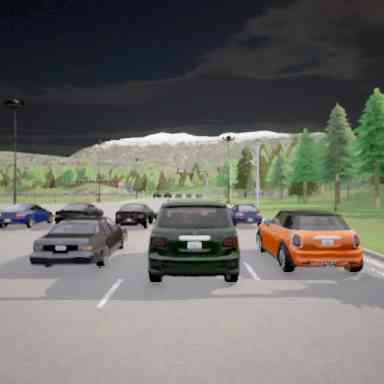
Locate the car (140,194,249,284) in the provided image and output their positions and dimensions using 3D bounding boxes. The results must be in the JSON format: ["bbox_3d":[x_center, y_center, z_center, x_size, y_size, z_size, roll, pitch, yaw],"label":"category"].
[{"bbox_3d":[0.023,1.200,9.681,2.150,2.045,5.566,0,0,-1],"label":"car"}]

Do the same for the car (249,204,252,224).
[{"bbox_3d":[3.408,1.474,21.824,1.812,1.442,4.674,0,0,-1],"label":"car"}]

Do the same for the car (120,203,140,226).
[{"bbox_3d":[-3.589,1.429,21.284,1.882,1.535,5.008,0,0,0],"label":"car"}]

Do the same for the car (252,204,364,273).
[{"bbox_3d":[3.503,1.326,10.747,2.097,1.767,4.553,0,0,0],"label":"car"}]

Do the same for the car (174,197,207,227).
[{"bbox_3d":[-0.106,1.298,23.211,2.097,1.767,4.553,0,0,0],"label":"car"}]

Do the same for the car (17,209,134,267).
[{"bbox_3d":[-3.499,1.521,11.272,2.033,1.411,5.357,0,0,-1],"label":"car"}]

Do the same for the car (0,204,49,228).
[{"bbox_3d":[-10.591,1.478,21.418,1.812,1.442,4.674,0,0,-1],"label":"car"}]

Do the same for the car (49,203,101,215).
[{"bbox_3d":[-7.090,1.429,21.423,1.882,1.535,5.008,0,0,0],"label":"car"}]
